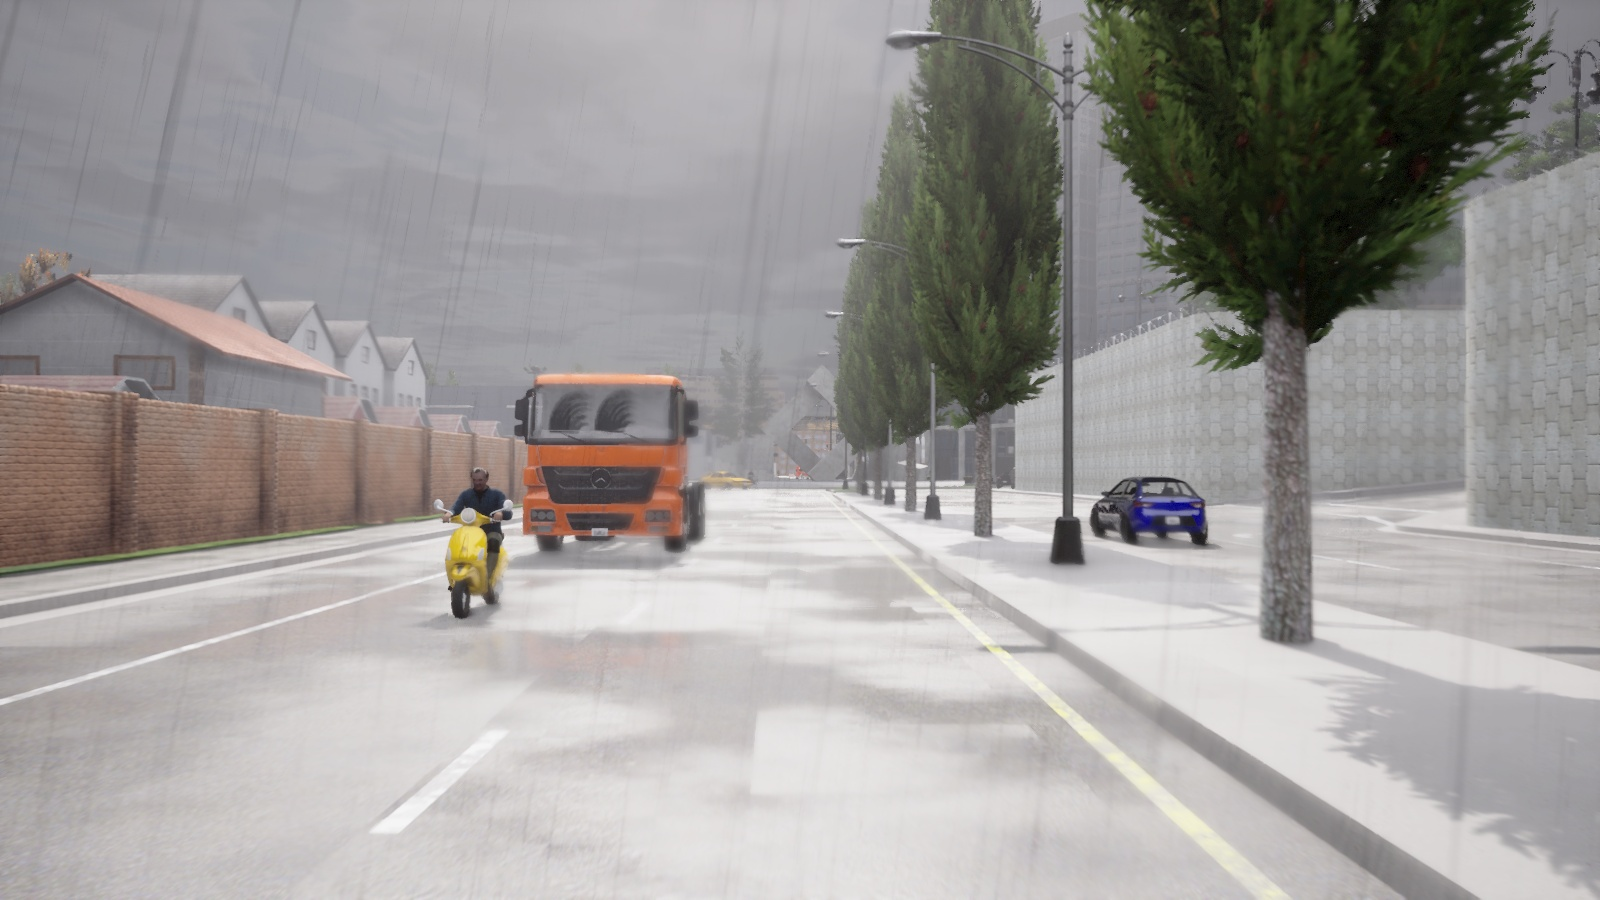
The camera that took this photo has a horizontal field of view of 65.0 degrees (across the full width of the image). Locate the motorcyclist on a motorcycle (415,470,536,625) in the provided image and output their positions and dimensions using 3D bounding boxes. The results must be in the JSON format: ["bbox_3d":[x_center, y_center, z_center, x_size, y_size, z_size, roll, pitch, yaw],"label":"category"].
[{"bbox_3d":[-3.534,1.014,13.834,0.866,1.590,1.817,0,-1,0],"label":"motorcyclist on a motorcycle"}]

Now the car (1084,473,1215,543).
[{"bbox_3d":[7.930,1.280,28.876,1.816,1.474,4.193,0,-1,0],"label":"car"}]

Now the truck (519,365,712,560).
[{"bbox_3d":[-3.568,0.288,26.320,2.891,3.462,7.936,0,-1,0],"label":"truck"}]
